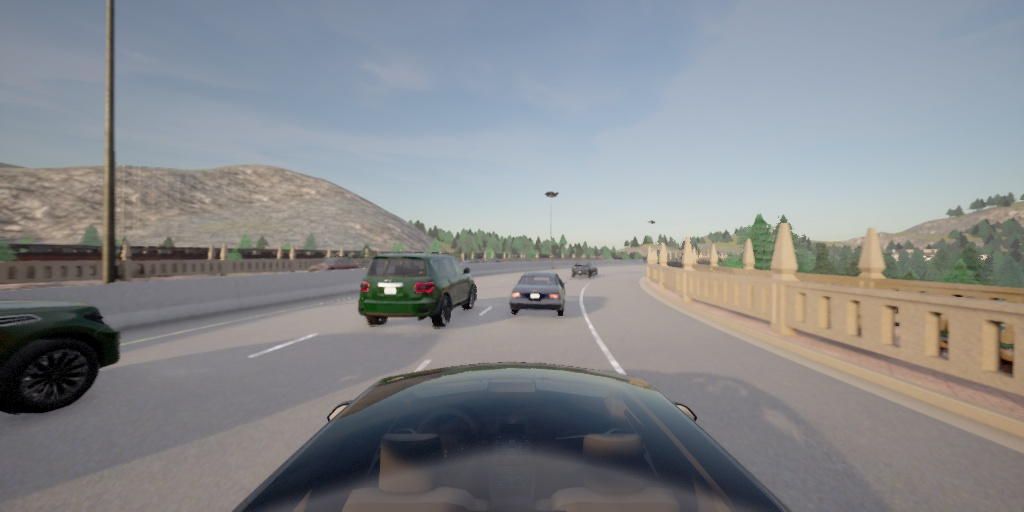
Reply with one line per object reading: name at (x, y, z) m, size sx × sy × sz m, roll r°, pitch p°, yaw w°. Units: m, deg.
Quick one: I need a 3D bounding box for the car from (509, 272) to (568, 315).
car at (1.095, 1.298, 13.675) m, size 2.033 × 1.411 × 5.357 m, roll 0°, pitch 0°, yaw 9°

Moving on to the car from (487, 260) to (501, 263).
car at (-2.723, 1.269, 47.208) m, size 1.837 × 1.490 × 4.892 m, roll 0°, pitch 0°, yaw 27°

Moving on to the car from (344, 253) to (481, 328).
car at (-2.707, 0.949, 11.509) m, size 2.150 × 2.045 × 5.566 m, roll 0°, pitch 0°, yaw 6°

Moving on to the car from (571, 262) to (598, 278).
car at (7.033, 1.270, 34.534) m, size 2.128 × 1.511 × 4.902 m, roll 0°, pitch 0°, yaw 23°

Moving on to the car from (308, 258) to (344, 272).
car at (-16.179, 0.979, 32.674) m, size 2.097 × 1.767 × 4.553 m, roll 0°, pitch 0°, yaw 17°

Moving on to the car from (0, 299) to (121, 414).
car at (-6.812, 0.926, 2.791) m, size 2.150 × 2.045 × 5.566 m, roll 0°, pitch 0°, yaw 1°
